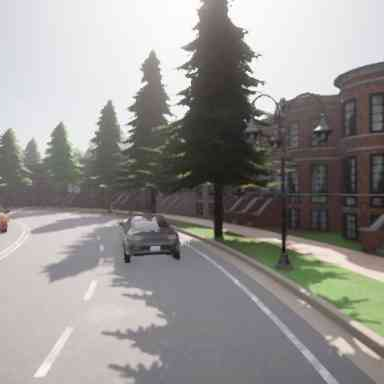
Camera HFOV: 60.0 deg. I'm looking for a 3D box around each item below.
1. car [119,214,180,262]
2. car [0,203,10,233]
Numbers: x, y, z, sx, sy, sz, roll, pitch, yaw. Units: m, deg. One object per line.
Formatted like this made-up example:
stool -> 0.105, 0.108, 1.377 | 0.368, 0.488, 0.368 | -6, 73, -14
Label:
car -> -1.659, 1.540, 12.226 | 1.812, 1.442, 4.674 | 0, 0, -14
car -> -12.031, 1.442, 19.727 | 2.097, 1.767, 4.553 | 0, 0, -27
